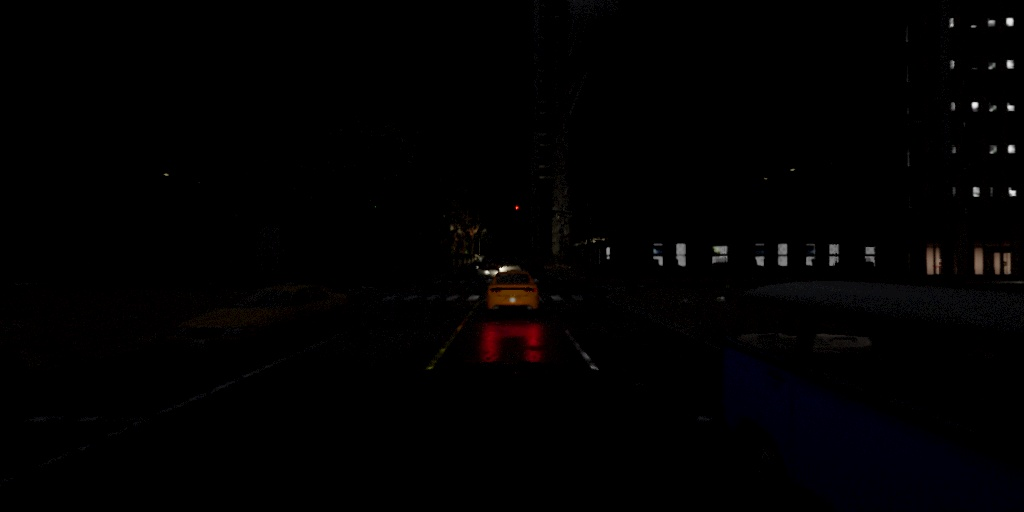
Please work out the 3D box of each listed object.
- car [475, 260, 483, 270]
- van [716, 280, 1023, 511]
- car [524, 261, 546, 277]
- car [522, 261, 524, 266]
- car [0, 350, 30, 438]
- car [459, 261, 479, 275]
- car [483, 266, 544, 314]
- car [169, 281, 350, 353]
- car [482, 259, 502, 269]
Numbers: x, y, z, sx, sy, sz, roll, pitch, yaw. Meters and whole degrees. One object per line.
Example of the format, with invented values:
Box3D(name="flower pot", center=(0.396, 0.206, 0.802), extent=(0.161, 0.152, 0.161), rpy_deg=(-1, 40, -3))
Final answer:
Box3D(name="car", center=(-5.714, 1.685, 51.308), extent=(2.007, 1.370, 4.403), rpy_deg=(0, 0, 0))
Box3D(name="van", center=(2.772, 1.092, 1.827), extent=(1.690, 1.789, 3.998), rpy_deg=(0, 0, 0))
Box3D(name="car", center=(2.673, 1.487, 39.951), extent=(1.967, 1.591, 4.097), rpy_deg=(0, 0, 0))
Box3D(name="car", center=(2.670, 1.657, 45.632), extent=(1.948, 1.339, 4.313), rpy_deg=(0, 0, 0))
Box3D(name="car", center=(-5.770, 1.316, 1.821), extent=(1.948, 1.339, 4.313), rpy_deg=(0, 0, 0))
Box3D(name="car", center=(-5.711, 1.636, 45.625), extent=(1.888, 1.381, 4.507), rpy_deg=(0, 0, 0))
Box3D(name="car", center=(0.037, 1.326, 14.413), extent=(1.882, 1.535, 5.008), rpy_deg=(0, 0, 0))
Box3D(name="car", center=(-5.822, 1.333, 9.055), extent=(1.751, 1.417, 4.829), rpy_deg=(0, 0, 0))
Box3D(name="car", center=(-3.094, 1.534, 57.375), extent=(2.097, 1.767, 4.553), rpy_deg=(0, 0, 0))
